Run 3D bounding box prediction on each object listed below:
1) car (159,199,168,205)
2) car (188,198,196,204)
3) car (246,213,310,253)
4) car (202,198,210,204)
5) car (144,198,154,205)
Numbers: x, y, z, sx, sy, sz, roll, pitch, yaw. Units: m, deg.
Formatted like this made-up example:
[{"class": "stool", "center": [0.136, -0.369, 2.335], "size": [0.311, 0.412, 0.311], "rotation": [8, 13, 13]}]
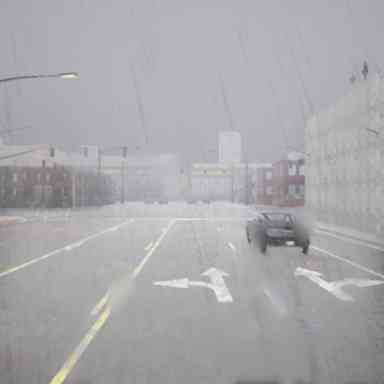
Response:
[{"class": "car", "center": [-6.960, 2.335, 81.408], "size": [2.033, 1.411, 5.357], "rotation": [0, -1, 0]}, {"class": "car", "center": [0.041, 2.329, 83.914], "size": [2.128, 1.511, 4.902], "rotation": [0, -1, 0]}, {"class": "car", "center": [3.513, 1.633, 14.291], "size": [2.128, 1.511, 4.902], "rotation": [0, 0, 0]}, {"class": "car", "center": [3.541, 2.300, 83.916], "size": [1.837, 1.490, 4.892], "rotation": [0, -1, 0]}, {"class": "car", "center": [-10.460, 2.285, 81.201], "size": [1.837, 1.490, 4.892], "rotation": [0, -1, 0]}]
